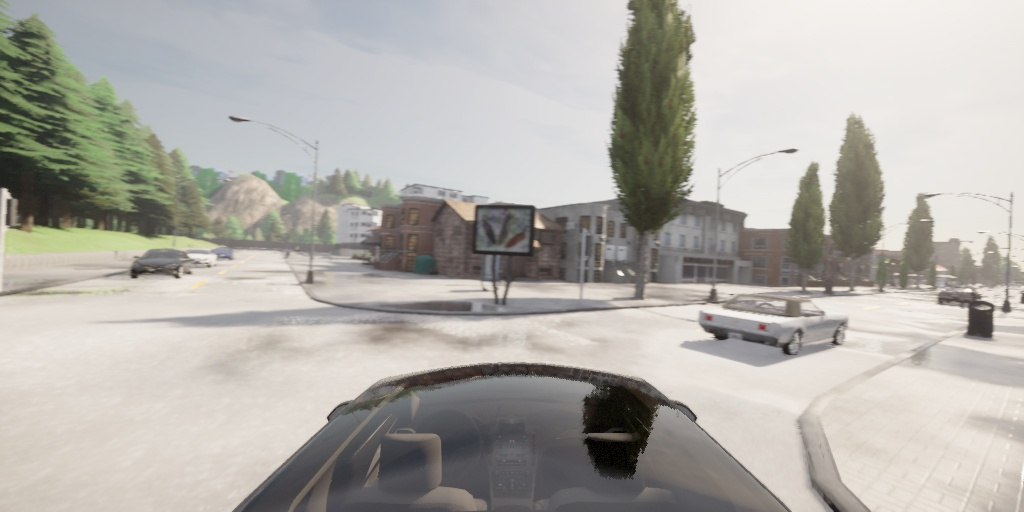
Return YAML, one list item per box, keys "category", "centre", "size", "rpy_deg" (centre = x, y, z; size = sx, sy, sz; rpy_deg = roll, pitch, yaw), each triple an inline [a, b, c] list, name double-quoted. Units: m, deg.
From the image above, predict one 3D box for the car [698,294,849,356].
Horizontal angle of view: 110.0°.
- category: "car"
  centre: [7.264, 1.726, 9.774]
  size: [4.718, 1.301, 1.895]
  rpy_deg: [3, 0, -32]

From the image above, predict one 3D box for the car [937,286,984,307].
- category: "car"
  centre: [34.405, 3.056, 27.530]
  size: [5.357, 1.411, 2.033]
  rpy_deg: [3, 0, -33]

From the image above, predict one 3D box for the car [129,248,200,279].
- category: "car"
  centre: [-18.618, 0.362, 19.262]
  size: [1.837, 1.490, 4.892]
  rpy_deg: [3, 0, -33]

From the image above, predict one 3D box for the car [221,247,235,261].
- category: "car"
  centre: [-32.184, -0.252, 39.945]
  size: [1.812, 1.442, 4.674]
  rpy_deg: [3, 0, -33]

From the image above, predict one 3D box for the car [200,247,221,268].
- category: "car"
  centre: [-24.227, 0.120, 27.795]
  size: [1.812, 1.442, 4.674]
  rpy_deg: [3, 0, -33]
